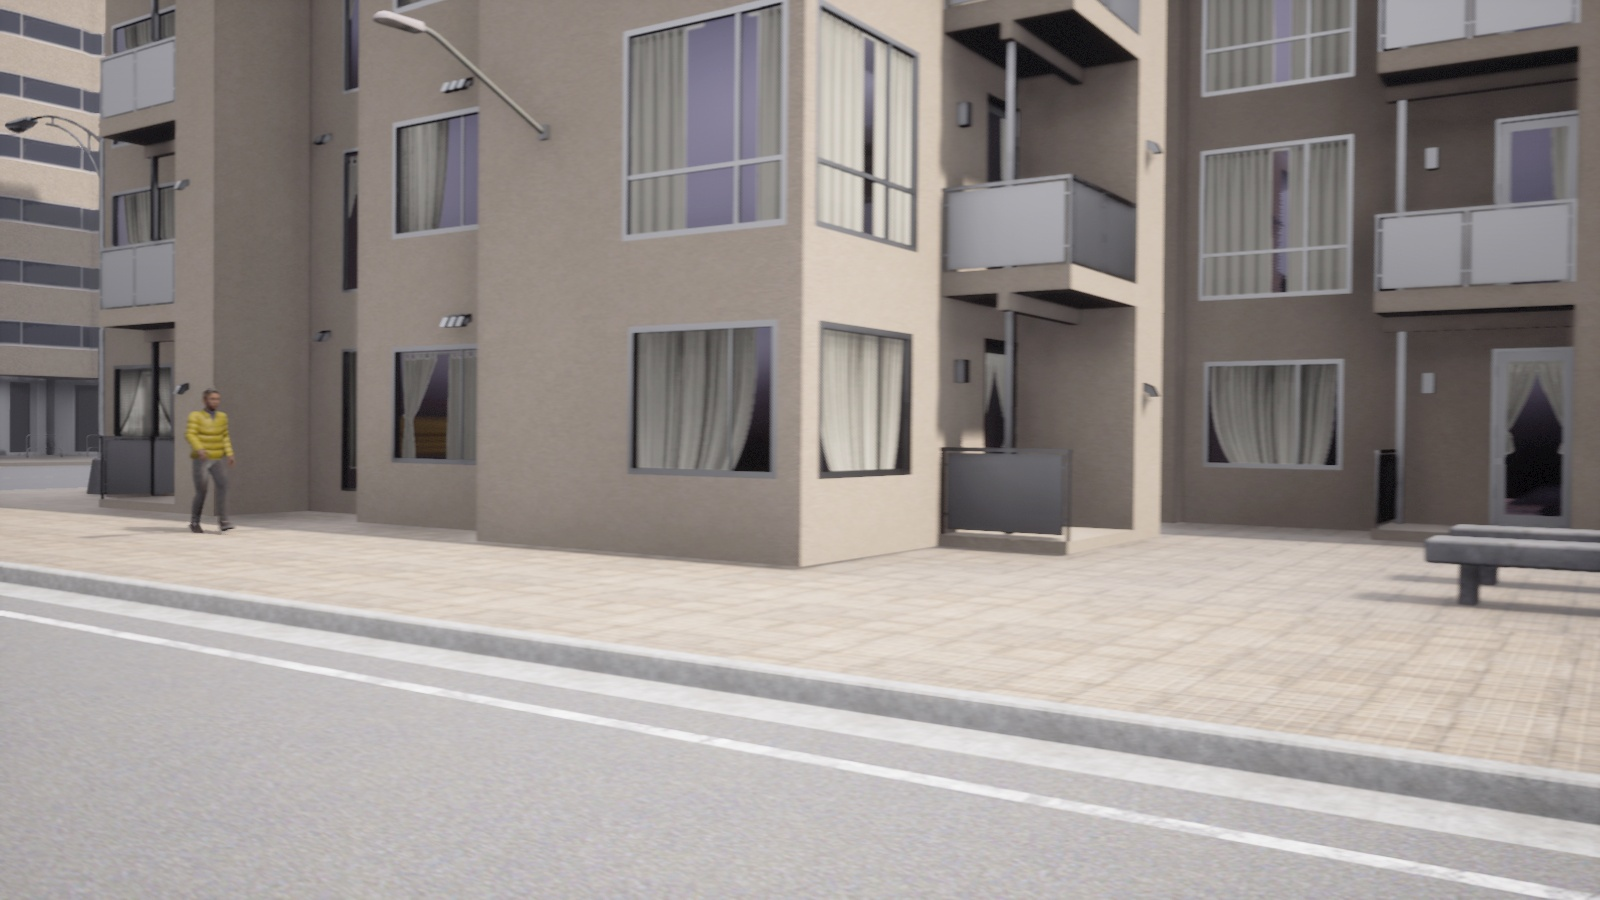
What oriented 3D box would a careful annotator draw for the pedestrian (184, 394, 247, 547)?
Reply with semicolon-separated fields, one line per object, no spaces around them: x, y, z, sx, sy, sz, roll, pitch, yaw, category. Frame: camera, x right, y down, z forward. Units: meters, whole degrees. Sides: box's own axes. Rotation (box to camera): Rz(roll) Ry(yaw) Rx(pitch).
-7.221;0.244;15.510;0.709;1.840;0.431;0;1;40;pedestrian
